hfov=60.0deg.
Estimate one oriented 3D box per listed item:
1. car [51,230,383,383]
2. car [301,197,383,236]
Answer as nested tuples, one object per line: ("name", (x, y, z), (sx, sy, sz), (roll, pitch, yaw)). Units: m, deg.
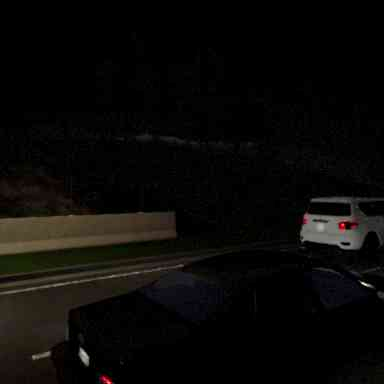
("car", (1.074, 1.539, 4.466), (5.357, 1.411, 2.033), (0, 0, -35))
("car", (6.432, 1.193, 12.337), (5.566, 2.045, 2.150), (0, 0, -34))
